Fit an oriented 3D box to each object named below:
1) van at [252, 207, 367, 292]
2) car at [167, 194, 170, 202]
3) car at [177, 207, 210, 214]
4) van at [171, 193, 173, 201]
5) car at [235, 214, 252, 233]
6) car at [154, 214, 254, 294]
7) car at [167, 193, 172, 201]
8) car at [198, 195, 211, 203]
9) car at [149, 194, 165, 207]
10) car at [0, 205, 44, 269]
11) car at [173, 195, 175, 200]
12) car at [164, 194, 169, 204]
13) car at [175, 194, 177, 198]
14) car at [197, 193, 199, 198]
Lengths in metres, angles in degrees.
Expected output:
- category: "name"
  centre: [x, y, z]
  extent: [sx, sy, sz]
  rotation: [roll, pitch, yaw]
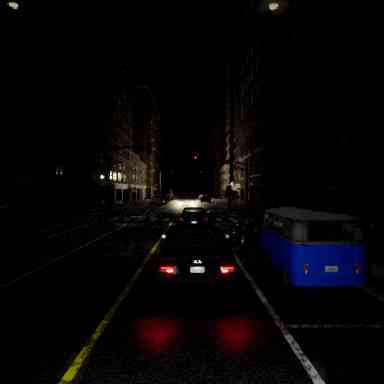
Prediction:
- category: "van"
  centre: [2.853, 1.339, 8.653]
  extent: [1.690, 1.788, 3.998]
  rotation: [0, 0, 0]
- category: "car"
  centre: [-5.682, 1.509, 63.202]
  extent: [1.887, 1.381, 4.507]
  rotation: [0, 0, 0]
- category: "car"
  centre: [0.097, 1.557, 19.243]
  extent: [1.994, 1.385, 4.181]
  rotation: [0, 0, 0]
- category: "van"
  centre: [-5.685, 1.306, 74.104]
  extent: [1.690, 1.788, 3.998]
  rotation: [0, 0, 0]
- category: "car"
  centre: [2.853, 1.562, 14.314]
  extent: [1.947, 1.339, 4.313]
  rotation: [0, 0, 0]
- category: "car"
  centre: [0.099, 1.546, 8.923]
  extent: [2.033, 1.411, 5.357]
  rotation: [0, 0, 0]
- category: "car"
  centre: [-5.683, 1.509, 68.653]
  extent: [1.887, 1.381, 4.507]
  rotation: [0, 0, 0]
- category: "car"
  centre: [2.841, 1.404, 68.690]
  extent: [1.967, 1.590, 4.097]
  rotation: [0, 0, 0]
- category: "car"
  centre: [-5.680, 1.494, 52.131]
  extent: [1.752, 1.417, 4.829]
  rotation: [0, 0, 0]
- category: "car"
  centre: [-5.671, 1.313, 8.612]
  extent: [2.192, 1.841, 5.009]
  rotation: [0, 0, 0]
- category: "car"
  centre: [-5.685, 1.516, 79.554]
  extent: [2.008, 1.369, 4.403]
  rotation: [0, 0, 0]
- category: "car"
  centre: [-5.681, 1.517, 57.751]
  extent: [2.008, 1.369, 4.403]
  rotation: [0, 0, 0]
- category: "car"
  centre: [-5.687, 1.282, 85.005]
  extent: [2.192, 1.841, 5.009]
  rotation: [0, 0, 0]
- category: "car"
  centre: [2.840, 1.516, 79.588]
  extent: [2.008, 1.369, 4.403]
  rotation: [0, 0, 0]
